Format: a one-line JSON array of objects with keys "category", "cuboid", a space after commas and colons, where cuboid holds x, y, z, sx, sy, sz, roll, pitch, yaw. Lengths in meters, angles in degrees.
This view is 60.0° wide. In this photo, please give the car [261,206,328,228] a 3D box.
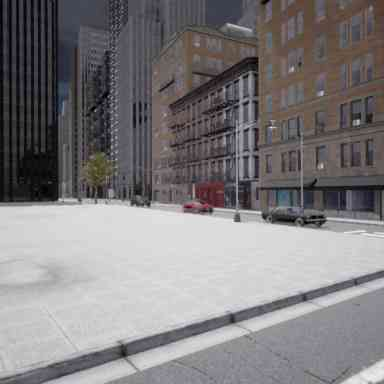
[{"category": "car", "cuboid": [6.993, 1.675, 23.115, 1.895, 1.301, 4.718, 0, 0, -26]}]

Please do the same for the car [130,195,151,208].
[{"category": "car", "cuboid": [-8.607, 1.506, 55.036, 2.150, 2.045, 5.566, 0, 0, -26]}]

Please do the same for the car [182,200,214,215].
[{"category": "car", "cuboid": [0.559, 1.629, 36.189, 1.882, 1.535, 5.008, 0, 0, -26]}]
